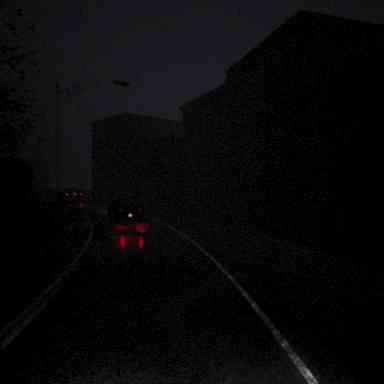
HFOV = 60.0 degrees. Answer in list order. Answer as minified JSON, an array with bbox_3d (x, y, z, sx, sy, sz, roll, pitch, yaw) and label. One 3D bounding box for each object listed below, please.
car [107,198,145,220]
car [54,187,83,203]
[{"bbox_3d":[-4.632,1.085,22.769,1.895,1.301,4.718,-1,2,-21],"label":"car"},{"bbox_3d":[-14.354,0.266,38.560,2.097,1.767,4.553,-1,2,-39],"label":"car"}]
